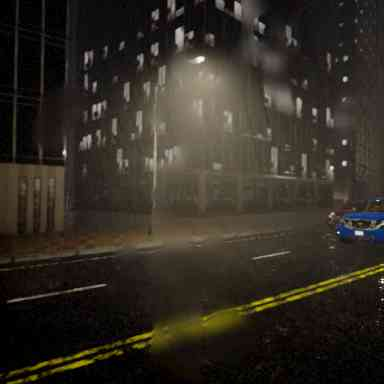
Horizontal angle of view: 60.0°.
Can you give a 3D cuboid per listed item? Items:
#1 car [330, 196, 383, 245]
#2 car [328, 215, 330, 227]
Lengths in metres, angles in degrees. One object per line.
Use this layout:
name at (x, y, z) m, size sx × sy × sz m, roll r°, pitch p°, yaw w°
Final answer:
car at (8.557, 1.225, 14.540) m, size 5.566 × 2.045 × 2.150 m, roll 0°, pitch 0°, yaw -40°
car at (10.163, 1.353, 20.175) m, size 4.553 × 1.767 × 2.097 m, roll 0°, pitch 0°, yaw -41°
